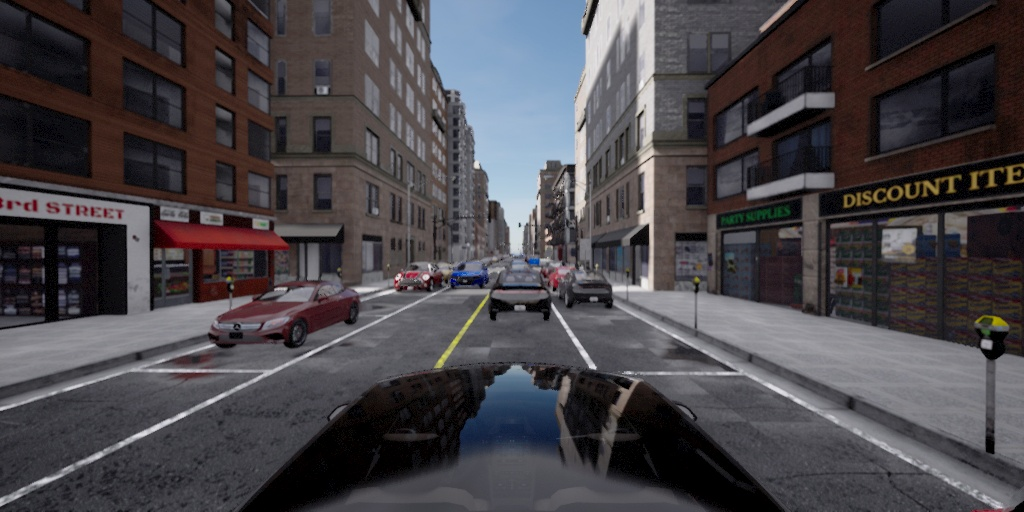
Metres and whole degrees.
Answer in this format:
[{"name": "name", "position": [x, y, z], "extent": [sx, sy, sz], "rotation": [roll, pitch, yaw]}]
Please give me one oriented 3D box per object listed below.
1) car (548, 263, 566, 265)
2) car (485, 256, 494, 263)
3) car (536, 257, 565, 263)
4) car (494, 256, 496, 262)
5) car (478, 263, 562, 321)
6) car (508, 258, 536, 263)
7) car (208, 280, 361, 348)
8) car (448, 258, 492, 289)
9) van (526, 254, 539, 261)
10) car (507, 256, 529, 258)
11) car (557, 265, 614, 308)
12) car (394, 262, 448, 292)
[{"name": "car", "position": [2.925, 1.214, 19.920], "extent": [1.802, 1.307, 4.207], "rotation": [0, 0, 1]}, {"name": "car", "position": [-4.450, 0.934, 58.161], "extent": [2.007, 1.370, 4.403], "rotation": [0, 0, 1]}, {"name": "car", "position": [3.019, 1.036, 25.438], "extent": [1.967, 1.591, 4.097], "rotation": [0, 0, 1]}, {"name": "car", "position": [-4.353, 0.891, 63.841], "extent": [1.888, 1.381, 4.507], "rotation": [0, 0, 1]}, {"name": "car", "position": [0.257, 1.174, 12.143], "extent": [2.128, 1.511, 4.902], "rotation": [0, 0, 1]}, {"name": "car", "position": [0.477, 1.124, 25.126], "extent": [1.812, 1.442, 4.674], "rotation": [0, 1, 1]}, {"name": "car", "position": [-5.287, 1.285, 9.014], "extent": [1.802, 1.307, 4.207], "rotation": [0, 0, 1]}, {"name": "car", "position": [-2.513, 1.096, 22.097], "extent": [1.882, 1.535, 5.008], "rotation": [0, 0, 1]}, {"name": "van", "position": [3.574, 0.724, 58.033], "extent": [1.690, 1.789, 3.998], "rotation": [0, 0, 1]}, {"name": "car", "position": [0.609, 1.035, 38.715], "extent": [1.812, 1.442, 4.674], "rotation": [0, 1, 1]}, {"name": "car", "position": [2.831, 1.218, 14.402], "extent": [2.007, 1.370, 4.403], "rotation": [0, 0, 1]}, {"name": "car", "position": [-5.099, 1.072, 20.049], "extent": [1.967, 1.591, 4.097], "rotation": [0, 0, 1]}]
